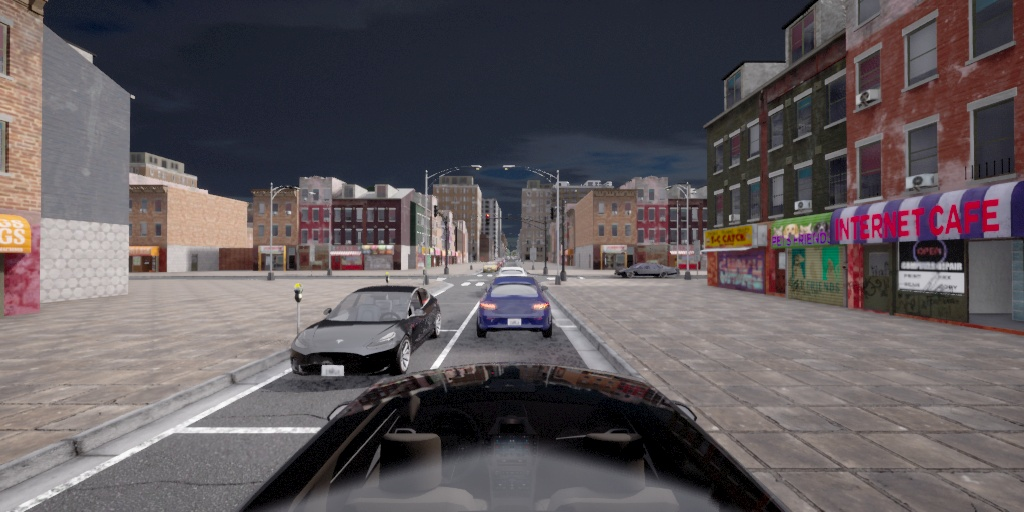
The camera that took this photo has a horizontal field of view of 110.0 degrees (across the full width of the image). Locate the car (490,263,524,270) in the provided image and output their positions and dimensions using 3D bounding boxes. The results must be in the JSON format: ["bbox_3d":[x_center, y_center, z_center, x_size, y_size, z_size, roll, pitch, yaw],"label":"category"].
[{"bbox_3d":[-0.010,1.284,19.275,1.812,1.442,4.674,0,0,0],"label":"car"}]

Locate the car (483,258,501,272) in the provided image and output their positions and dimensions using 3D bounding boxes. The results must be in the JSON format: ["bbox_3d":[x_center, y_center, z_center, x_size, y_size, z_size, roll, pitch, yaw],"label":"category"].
[{"bbox_3d":[-2.707,1.322,45.058,1.751,1.417,4.829,0,0,0],"label":"car"}]

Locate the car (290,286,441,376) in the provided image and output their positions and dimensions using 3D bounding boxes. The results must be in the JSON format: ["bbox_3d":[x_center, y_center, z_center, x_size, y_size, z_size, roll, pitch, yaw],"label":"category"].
[{"bbox_3d":[-2.647,1.317,7.459,1.948,1.339,4.313,0,0,0],"label":"car"}]

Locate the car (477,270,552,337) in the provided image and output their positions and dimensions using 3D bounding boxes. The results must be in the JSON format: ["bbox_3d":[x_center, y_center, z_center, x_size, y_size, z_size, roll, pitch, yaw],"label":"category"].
[{"bbox_3d":[0.065,1.278,10.141,1.812,1.442,4.674,0,0,0],"label":"car"}]

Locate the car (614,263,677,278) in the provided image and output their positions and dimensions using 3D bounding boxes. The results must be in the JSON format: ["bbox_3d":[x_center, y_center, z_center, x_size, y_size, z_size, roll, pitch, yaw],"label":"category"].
[{"bbox_3d":[12.275,1.304,33.068,5.357,1.411,2.033,0,0,0],"label":"car"}]

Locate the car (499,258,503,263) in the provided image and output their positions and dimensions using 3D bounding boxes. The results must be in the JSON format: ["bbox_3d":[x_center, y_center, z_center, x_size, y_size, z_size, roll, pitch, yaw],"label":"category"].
[{"bbox_3d":[-2.717,1.355,50.833,1.888,1.381,4.507,0,0,0],"label":"car"}]
